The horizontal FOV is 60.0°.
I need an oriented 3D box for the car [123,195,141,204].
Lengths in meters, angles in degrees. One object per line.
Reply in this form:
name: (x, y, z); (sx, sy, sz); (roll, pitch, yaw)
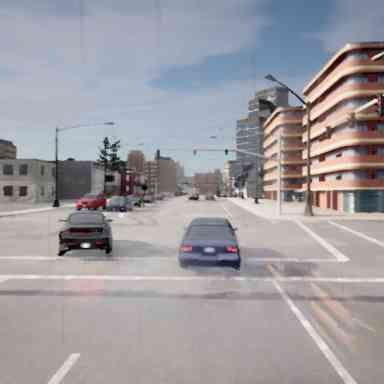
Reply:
car: (-10.681, 1.223, 59.639); (2.033, 1.411, 5.357); (0, 1, 3)

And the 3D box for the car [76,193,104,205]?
car: (-11.715, 1.168, 39.332); (2.150, 2.045, 5.566); (0, 1, 2)

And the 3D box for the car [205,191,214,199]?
car: (4.190, 0.706, 78.394); (2.097, 1.767, 4.553); (0, 0, 3)

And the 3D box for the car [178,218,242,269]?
car: (0.612, 1.572, 11.220); (2.033, 1.411, 5.357); (0, 0, 3)

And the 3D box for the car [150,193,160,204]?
car: (-7.335, 1.270, 56.855); (2.033, 1.411, 5.357); (0, 1, 3)

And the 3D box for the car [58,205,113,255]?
car: (-4.310, 1.519, 13.463); (1.837, 1.490, 4.892); (1, 0, -18)

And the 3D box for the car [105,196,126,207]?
car: (-11.246, 1.356, 49.065); (1.812, 1.442, 4.674); (0, 1, 4)

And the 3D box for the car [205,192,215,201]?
car: (3.715, 1.073, 68.005); (2.128, 1.511, 4.902); (0, 1, 3)

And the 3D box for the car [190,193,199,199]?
car: (0.700, 0.987, 78.712); (1.994, 1.385, 4.181); (0, 0, 3)

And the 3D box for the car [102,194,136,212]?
car: (-8.266, 1.315, 37.950); (2.097, 1.767, 4.553); (0, 1, 3)

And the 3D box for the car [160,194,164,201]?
car: (-6.829, 1.047, 67.286); (1.882, 1.535, 5.008); (0, 1, 3)

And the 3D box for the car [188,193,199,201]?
car: (0.244, 1.159, 68.685); (1.895, 1.301, 4.718); (0, 1, 3)

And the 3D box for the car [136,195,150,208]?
car: (-7.842, 1.355, 47.023); (2.128, 1.511, 4.902); (0, 1, 2)
